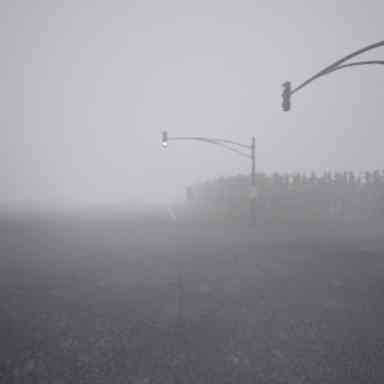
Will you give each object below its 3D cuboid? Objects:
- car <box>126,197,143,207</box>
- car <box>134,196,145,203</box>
[{"bbox_3d":[-9.243,1.640,52.978,1.837,1.490,4.892,1,0,-5],"label":"car"},{"bbox_3d":[-10.726,1.562,68.485,2.033,1.411,5.357,1,0,-6],"label":"car"}]
